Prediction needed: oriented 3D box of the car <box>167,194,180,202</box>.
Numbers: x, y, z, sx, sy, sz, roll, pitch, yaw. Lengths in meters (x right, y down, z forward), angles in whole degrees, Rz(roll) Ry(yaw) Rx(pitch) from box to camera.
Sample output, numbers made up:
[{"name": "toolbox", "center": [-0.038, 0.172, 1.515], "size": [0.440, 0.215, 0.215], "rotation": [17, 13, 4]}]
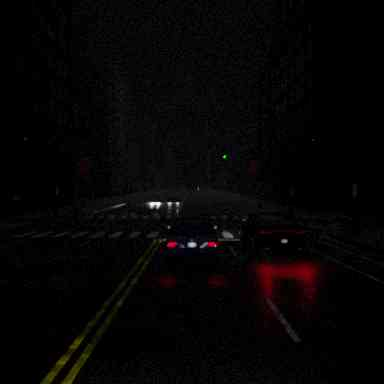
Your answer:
[{"name": "car", "center": [-3.305, 1.054, 60.360], "size": [1.812, 1.442, 4.674], "rotation": [0, 1, 1]}]

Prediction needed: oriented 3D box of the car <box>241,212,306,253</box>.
[{"name": "car", "center": [3.271, 1.575, 14.163], "size": [1.882, 1.535, 5.008], "rotation": [0, 0, 0]}]

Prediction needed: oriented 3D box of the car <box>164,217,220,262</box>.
[{"name": "car", "center": [0.008, 1.639, 12.500], "size": [2.033, 1.411, 5.357], "rotation": [0, 0, 0]}]

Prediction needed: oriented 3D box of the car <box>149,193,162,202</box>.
[{"name": "car", "center": [-6.550, 1.021, 60.347], "size": [2.128, 1.511, 4.902], "rotation": [0, 1, 1]}]
